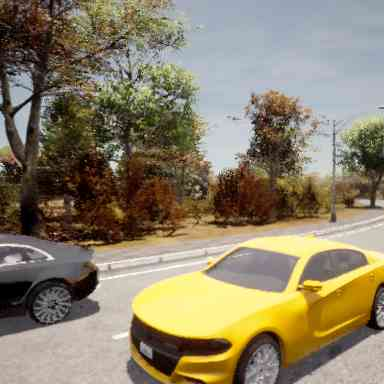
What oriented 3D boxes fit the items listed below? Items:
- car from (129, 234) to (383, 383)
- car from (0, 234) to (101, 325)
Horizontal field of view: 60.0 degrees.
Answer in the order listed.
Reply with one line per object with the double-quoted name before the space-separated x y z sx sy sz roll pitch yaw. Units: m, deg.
"car" 1.433 1.496 5.280 5.008 1.535 1.882 0 0 -39
"car" -4.030 1.516 5.548 4.902 1.511 2.128 0 0 -36
